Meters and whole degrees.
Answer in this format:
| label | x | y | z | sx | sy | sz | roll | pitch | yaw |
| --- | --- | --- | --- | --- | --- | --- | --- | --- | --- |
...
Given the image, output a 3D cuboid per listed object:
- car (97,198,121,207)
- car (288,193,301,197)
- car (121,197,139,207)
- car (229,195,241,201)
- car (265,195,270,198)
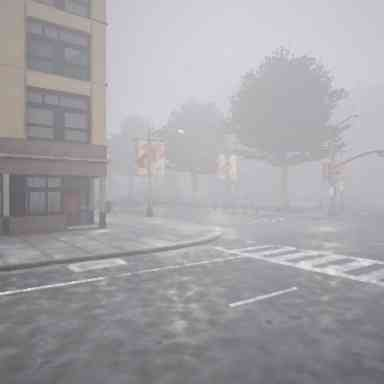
| label | x | y | z | sx | sy | sz | roll | pitch | yaw |
| --- | --- | --- | --- | --- | --- | --- | --- | --- | --- |
| car | -12.809 | 1.564 | 49.808 | 1.812 | 1.442 | 4.674 | 0 | 0 | -36 |
| car | 19.842 | 1.317 | 70.265 | 2.002 | 1.452 | 4.674 | 0 | 0 | -36 |
| car | -9.968 | 1.525 | 51.852 | 2.128 | 1.511 | 4.902 | 0 | 0 | -36 |
| car | 9.366 | 1.410 | 77.748 | 2.161 | 1.482 | 4.786 | 0 | 0 | -36 |
| car | 19.018 | 1.460 | 84.197 | 1.895 | 1.301 | 4.718 | 0 | 0 | -36 |
